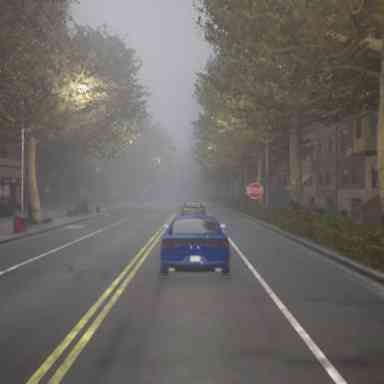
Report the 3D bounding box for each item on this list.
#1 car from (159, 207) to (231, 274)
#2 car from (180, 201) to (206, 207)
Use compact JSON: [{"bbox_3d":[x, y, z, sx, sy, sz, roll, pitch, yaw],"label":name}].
[{"bbox_3d":[0.084,1.459,10.495,1.882,1.535,5.008,0,0,0],"label":"car"},{"bbox_3d":[0.083,1.446,26.115,2.128,1.511,4.902,0,0,0],"label":"car"}]
